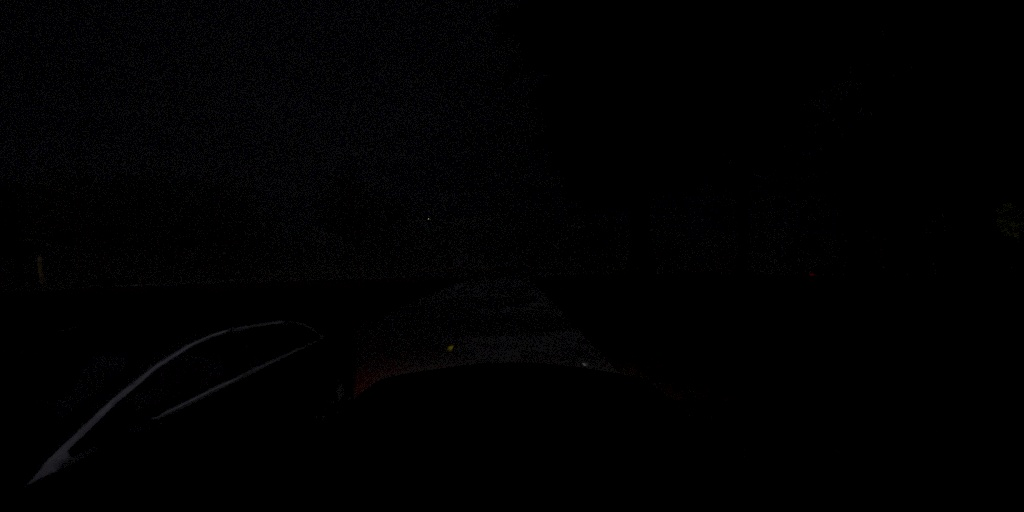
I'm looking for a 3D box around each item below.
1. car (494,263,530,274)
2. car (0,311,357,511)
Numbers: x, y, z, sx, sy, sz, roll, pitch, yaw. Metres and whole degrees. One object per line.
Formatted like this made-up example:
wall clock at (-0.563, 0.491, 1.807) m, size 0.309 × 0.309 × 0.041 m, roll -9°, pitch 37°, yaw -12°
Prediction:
car at (0.033, 1.729, 49.175) m, size 4.902 × 1.511 × 2.128 m, roll 0°, pitch -1°, yaw 0°
car at (-2.851, 1.250, 2.571) m, size 2.128 × 1.511 × 4.902 m, roll 0°, pitch -1°, yaw 0°
